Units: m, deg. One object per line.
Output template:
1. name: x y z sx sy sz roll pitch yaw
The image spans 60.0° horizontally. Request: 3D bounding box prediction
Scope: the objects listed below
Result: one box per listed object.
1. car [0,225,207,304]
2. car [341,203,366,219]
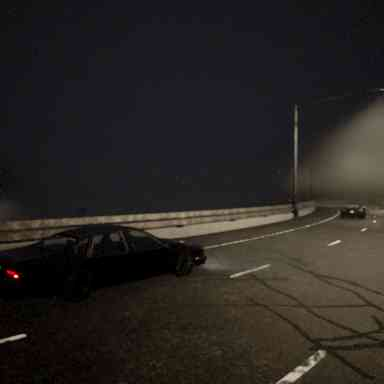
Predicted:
1. car: -2.000 1.554 8.269 2.033 1.411 5.357 0 0 44
2. car: 15.149 1.749 31.167 1.994 1.385 4.181 0 0 29
